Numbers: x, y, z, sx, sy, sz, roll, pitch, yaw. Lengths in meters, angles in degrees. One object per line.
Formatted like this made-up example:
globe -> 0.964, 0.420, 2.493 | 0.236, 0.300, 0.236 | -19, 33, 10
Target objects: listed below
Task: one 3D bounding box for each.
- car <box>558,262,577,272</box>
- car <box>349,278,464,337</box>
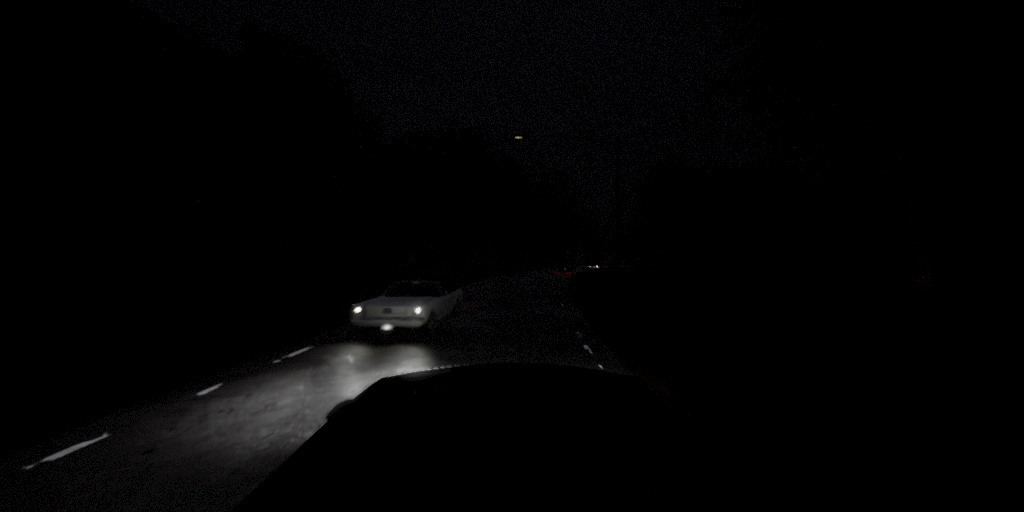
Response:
car -> 7.660, 1.442, 49.092 | 1.895, 1.301, 4.718 | 0, 0, 18
car -> -2.755, 1.343, 10.471 | 1.895, 1.301, 4.718 | 0, 0, 3
